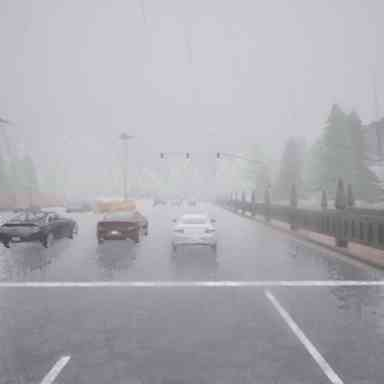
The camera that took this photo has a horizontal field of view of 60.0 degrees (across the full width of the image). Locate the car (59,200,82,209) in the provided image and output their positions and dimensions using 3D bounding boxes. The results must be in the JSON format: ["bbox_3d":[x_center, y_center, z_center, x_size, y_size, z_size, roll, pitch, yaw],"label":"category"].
[{"bbox_3d":[-21.040,2.099,57.612,2.128,1.511,4.902,0,0,1],"label":"car"}]

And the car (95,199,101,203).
[{"bbox_3d":[-21.004,2.288,72.792,2.128,1.511,4.902,0,-1,0],"label":"car"}]

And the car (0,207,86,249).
[{"bbox_3d":[-6.902,1.656,15.506,2.128,1.511,4.902,0,-1,0],"label":"car"}]

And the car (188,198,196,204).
[{"bbox_3d":[-0.005,2.175,81.818,1.882,1.535,5.008,0,-1,0],"label":"car"}]

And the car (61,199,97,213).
[{"bbox_3d":[-14.090,1.990,41.795,2.033,1.411,5.357,0,-1,0],"label":"car"}]

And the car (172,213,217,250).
[{"bbox_3d":[0.089,1.686,15.022,1.812,1.442,4.674,0,-1,0],"label":"car"}]

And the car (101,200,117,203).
[{"bbox_3d":[-14.029,2.186,58.839,1.994,1.385,4.181,0,-1,0],"label":"car"}]

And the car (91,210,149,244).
[{"bbox_3d":[-3.402,1.659,17.045,1.882,1.535,5.008,0,-1,0],"label":"car"}]

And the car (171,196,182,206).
[{"bbox_3d":[-3.504,2.225,71.397,1.882,1.535,5.008,0,-1,0],"label":"car"}]

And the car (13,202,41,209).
[{"bbox_3d":[-21.084,2.014,42.562,1.994,1.385,4.181,0,-1,0],"label":"car"}]

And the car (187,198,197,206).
[{"bbox_3d":[-0.004,2.276,71.813,1.812,1.442,4.674,0,-1,0],"label":"car"}]

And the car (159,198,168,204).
[{"bbox_3d":[-7.005,2.250,81.817,1.994,1.385,4.181,0,-1,0],"label":"car"}]

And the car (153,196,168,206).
[{"bbox_3d":[-7.004,1.972,71.429,2.150,2.045,5.566,0,-1,0],"label":"car"}]

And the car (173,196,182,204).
[{"bbox_3d":[-3.505,1.923,81.850,2.150,2.045,5.566,0,-1,0],"label":"car"}]
